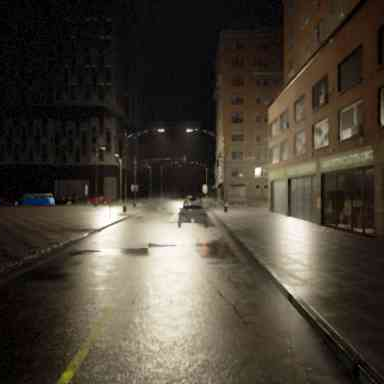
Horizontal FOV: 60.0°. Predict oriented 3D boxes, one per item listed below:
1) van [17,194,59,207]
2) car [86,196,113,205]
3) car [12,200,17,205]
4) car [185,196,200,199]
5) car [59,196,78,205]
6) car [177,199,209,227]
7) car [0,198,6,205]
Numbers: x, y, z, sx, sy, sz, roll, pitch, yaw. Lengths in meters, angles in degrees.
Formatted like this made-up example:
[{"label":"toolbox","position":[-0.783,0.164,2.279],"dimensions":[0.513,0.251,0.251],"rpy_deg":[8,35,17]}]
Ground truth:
[{"label":"van","position":[-20.165,1.116,43.639],"dimensions":[3.998,1.788,1.690],"rpy_deg":[0,0,0]},{"label":"car","position":[-14.524,1.331,52.165],"dimensions":[4.206,1.307,1.802],"rpy_deg":[0,0,0]},{"label":"car","position":[-25.822,1.379,52.165],"dimensions":[4.403,1.369,2.008],"rpy_deg":[0,0,0]},{"label":"car","position":[0.058,1.201,31.874],"dimensions":[2.033,1.649,4.856],"rpy_deg":[0,0,-2]},{"label":"car","position":[-20.173,1.355,52.165],"dimensions":[4.313,1.339,1.947],"rpy_deg":[0,0,0]},{"label":"car","position":[0.076,1.378,21.090],"dimensions":[1.812,1.442,4.674],"rpy_deg":[0,0,1]},{"label":"car","position":[-31.470,1.449,52.164],"dimensions":[4.206,1.307,1.802],"rpy_deg":[0,0,0]}]
